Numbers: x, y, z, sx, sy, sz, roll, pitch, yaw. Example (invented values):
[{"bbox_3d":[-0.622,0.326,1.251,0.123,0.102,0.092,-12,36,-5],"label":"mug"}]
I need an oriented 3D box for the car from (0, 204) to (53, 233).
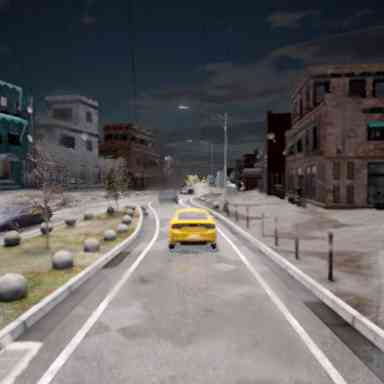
[{"bbox_3d":[-9.892,1.386,18.728,2.033,1.411,5.357,0,3,4],"label":"car"}]

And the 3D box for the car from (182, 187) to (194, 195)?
[{"bbox_3d":[-0.882,-0.182,59.209,2.128,1.511,4.902,1,1,14],"label":"car"}]

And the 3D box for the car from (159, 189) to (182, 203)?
[{"bbox_3d":[-2.363,0.342,34.847,1.994,1.385,4.181,0,3,-2],"label":"car"}]

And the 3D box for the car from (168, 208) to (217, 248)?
[{"bbox_3d":[-0.041,1.464,14.746,1.882,1.535,5.008,0,0,-2],"label":"car"}]
